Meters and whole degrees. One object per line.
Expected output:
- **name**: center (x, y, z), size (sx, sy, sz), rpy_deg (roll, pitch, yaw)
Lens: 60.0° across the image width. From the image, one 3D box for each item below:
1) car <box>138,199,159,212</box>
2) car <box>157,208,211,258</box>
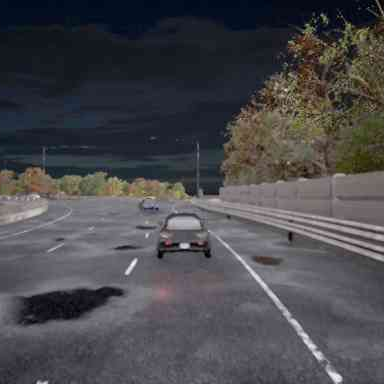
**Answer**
- **car**: center (-5.252, 1.585, 39.807), size (2.033, 1.411, 5.357), rpy_deg (0, 0, -18)
- **car**: center (-0.361, 1.539, 12.822), size (1.812, 1.442, 4.674), rpy_deg (0, 0, -3)
